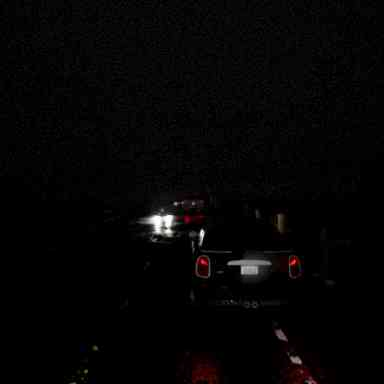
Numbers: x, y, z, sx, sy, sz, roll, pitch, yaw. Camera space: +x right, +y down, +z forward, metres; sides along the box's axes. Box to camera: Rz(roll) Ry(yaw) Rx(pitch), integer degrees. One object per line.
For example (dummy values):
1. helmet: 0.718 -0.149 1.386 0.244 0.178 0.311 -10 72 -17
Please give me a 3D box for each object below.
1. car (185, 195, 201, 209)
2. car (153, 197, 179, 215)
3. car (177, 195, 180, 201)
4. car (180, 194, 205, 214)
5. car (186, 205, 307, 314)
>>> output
1. car: 0.133 1.313 46.318 2.097 1.767 4.553 0 0 0
2. car: -2.763 1.458 33.329 2.128 1.511 4.902 0 0 0
3. car: -2.565 1.464 71.428 1.837 1.490 4.892 0 0 0
4. car: 0.166 1.189 35.733 2.150 2.045 5.566 0 0 1
5. car: 0.981 1.341 7.760 2.097 1.767 4.553 0 0 0
